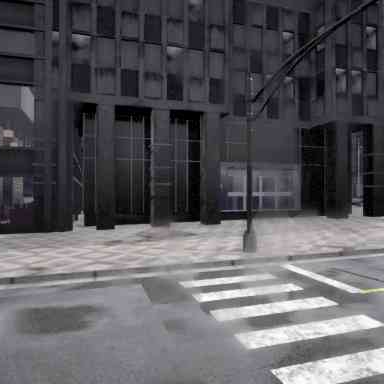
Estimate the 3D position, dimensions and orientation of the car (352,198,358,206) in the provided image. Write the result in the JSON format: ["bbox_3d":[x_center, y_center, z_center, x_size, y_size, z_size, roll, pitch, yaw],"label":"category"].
[{"bbox_3d":[22.537,1.317,49.293,1.994,1.385,4.181,0,-1,-16],"label":"car"}]
